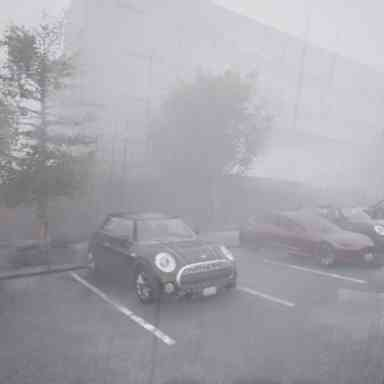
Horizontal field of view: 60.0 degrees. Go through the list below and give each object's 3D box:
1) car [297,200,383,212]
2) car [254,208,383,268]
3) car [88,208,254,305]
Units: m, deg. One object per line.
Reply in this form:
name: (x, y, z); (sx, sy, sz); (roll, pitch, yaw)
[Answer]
car: (5.972, 1.310, 13.268); (2.185, 1.767, 4.553); (0, 0, -36)
car: (3.733, 1.475, 11.594); (2.163, 1.488, 4.792); (0, 0, -35)
car: (-0.952, 1.340, 8.327); (2.185, 1.767, 4.553); (0, 0, -36)
